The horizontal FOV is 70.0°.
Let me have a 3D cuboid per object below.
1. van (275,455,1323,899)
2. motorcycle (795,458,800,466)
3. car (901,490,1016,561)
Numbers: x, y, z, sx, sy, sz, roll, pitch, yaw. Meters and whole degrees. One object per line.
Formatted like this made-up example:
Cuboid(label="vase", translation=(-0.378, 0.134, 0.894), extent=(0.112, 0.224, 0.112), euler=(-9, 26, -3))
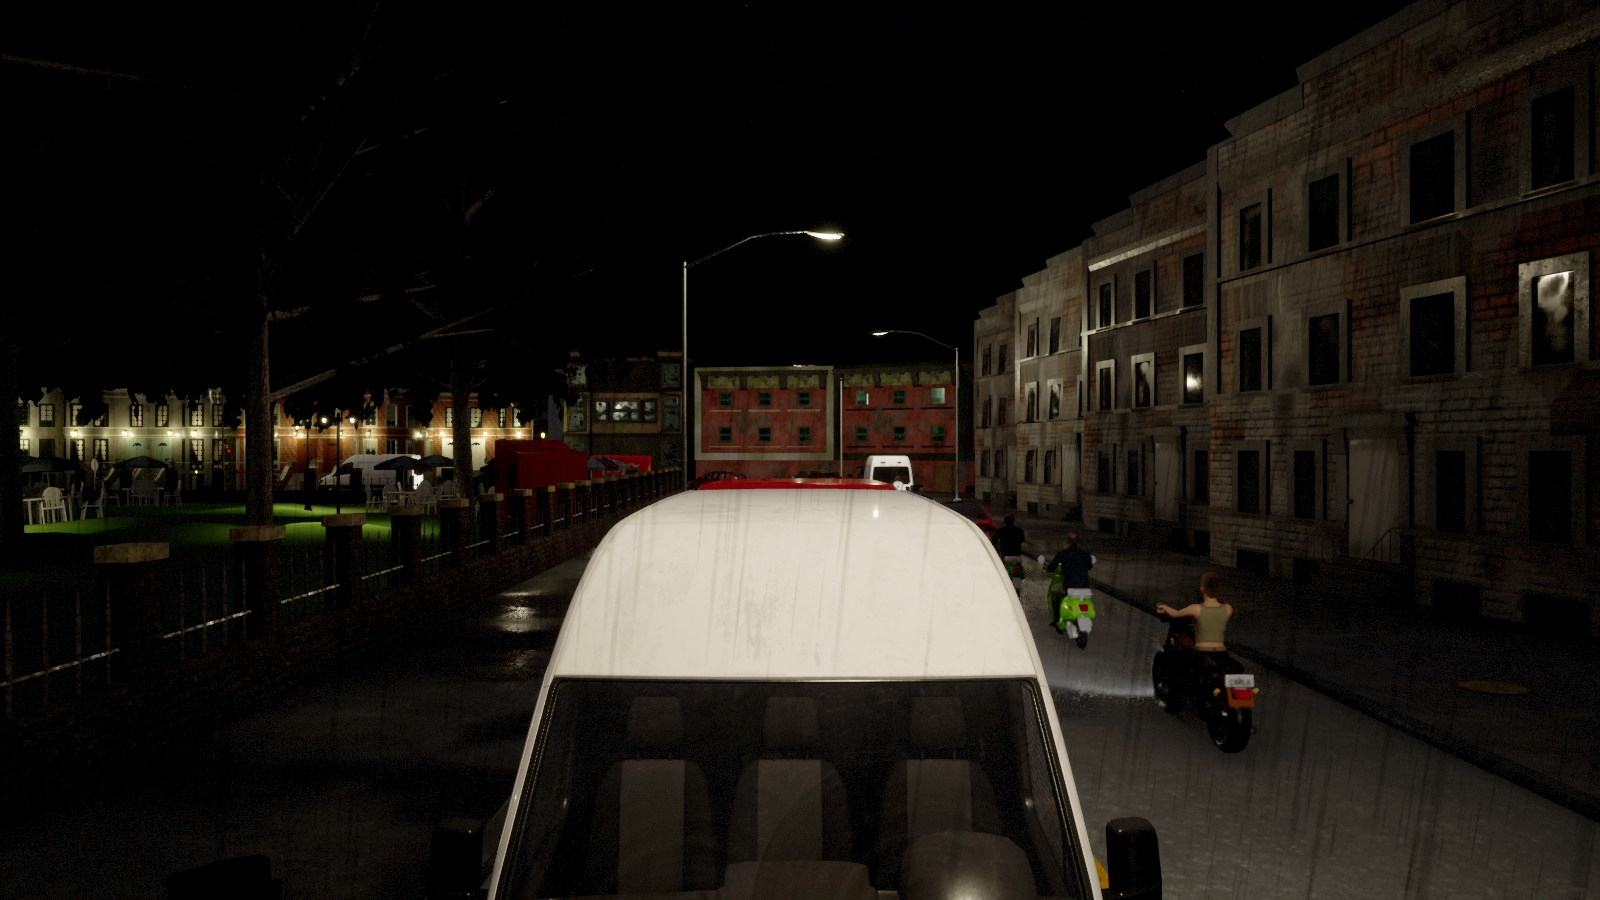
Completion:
Cuboid(label="van", translation=(-0.006, 1.314, 5.127), extent=(1.988, 2.561, 5.915), euler=(0, 0, 0))
Cuboid(label="motorcycle", translation=(-0.382, 1.962, 182.657), extent=(0.856, 1.236, 1.805), euler=(0, 0, 0))
Cuboid(label="car", translation=(3.913, 1.841, 29.116), extent=(2.231, 1.480, 4.892), euler=(0, 0, 0))
